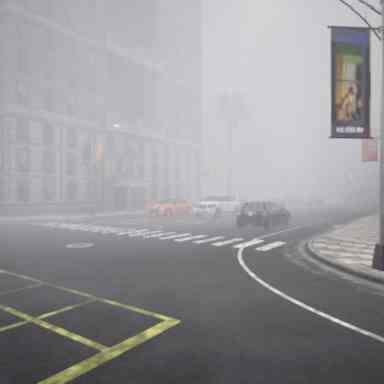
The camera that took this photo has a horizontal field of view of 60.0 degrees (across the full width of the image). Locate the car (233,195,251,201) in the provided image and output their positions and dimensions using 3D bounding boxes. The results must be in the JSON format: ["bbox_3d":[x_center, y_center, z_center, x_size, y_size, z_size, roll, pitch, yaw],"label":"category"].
[{"bbox_3d":[12.997,1.562,86.318,4.181,1.385,1.994,0,0,33],"label":"car"}]

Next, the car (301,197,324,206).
[{"bbox_3d":[20.426,1.551,55.300,2.033,1.411,5.357,0,0,36],"label":"car"}]

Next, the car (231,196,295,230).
[{"bbox_3d":[4.663,1.354,21.243,2.097,1.767,4.553,0,0,35],"label":"car"}]

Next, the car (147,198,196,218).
[{"bbox_3d":[-2.009,1.356,30.170,2.097,1.767,4.553,0,0,35],"label":"car"}]

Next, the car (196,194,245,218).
[{"bbox_3d":[2.400,1.225,30.346,2.150,2.045,5.566,0,0,35],"label":"car"}]

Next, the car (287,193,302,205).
[{"bbox_3d":[17.240,1.231,56.876,2.150,2.045,5.566,0,0,36],"label":"car"}]
